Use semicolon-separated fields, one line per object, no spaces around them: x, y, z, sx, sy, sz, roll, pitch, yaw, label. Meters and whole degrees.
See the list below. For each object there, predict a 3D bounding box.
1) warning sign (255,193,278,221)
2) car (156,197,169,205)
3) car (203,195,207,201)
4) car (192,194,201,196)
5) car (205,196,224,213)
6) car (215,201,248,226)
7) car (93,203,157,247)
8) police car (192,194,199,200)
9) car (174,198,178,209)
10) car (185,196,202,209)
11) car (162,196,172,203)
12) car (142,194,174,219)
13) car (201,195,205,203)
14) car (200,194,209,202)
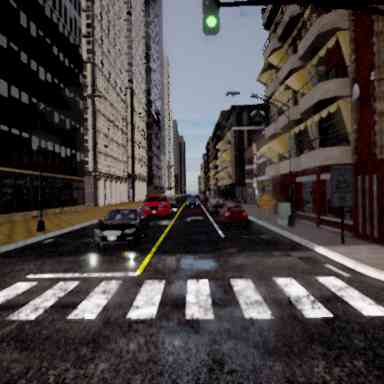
5.079;0.978;22.659;1.300;1.860;1.060;-1;0;0;warning sign
-5.588;1.628;63.723;2.008;1.369;4.403;-1;0;0;car
2.749;1.459;41.114;2.008;1.369;4.403;-1;0;0;car
0.084;1.440;55.154;1.882;1.535;5.008;-1;0;0;car
2.738;1.459;35.465;2.008;1.369;4.403;-1;0;0;car
2.765;1.490;22.548;1.802;1.307;4.206;-1;0;0;car
-3.090;1.516;15.277;2.128;1.511;4.902;-1;0;0;car
1.051;1.387;92.775;1.930;1.638;5.238;-1;0;0;police car
-2.952;1.569;46.892;2.033;1.411;5.357;-1;0;1;car
0.067;1.562;45.183;1.895;1.301;4.718;-1;0;0;car
-5.568;1.626;75.021;1.887;1.381;4.507;-1;0;0;car
-3.066;1.245;29.480;2.150;2.045;5.566;-1;0;0;car
2.801;1.496;69.357;1.802;1.307;4.206;-1;0;0;car
2.809;1.357;75.005;1.967;1.590;4.097;-1;0;0;car
